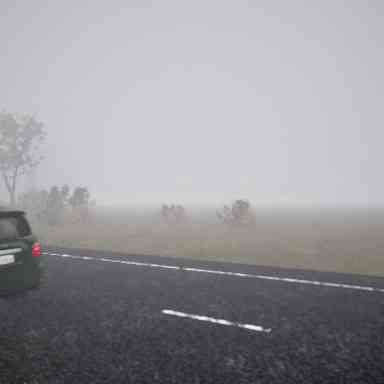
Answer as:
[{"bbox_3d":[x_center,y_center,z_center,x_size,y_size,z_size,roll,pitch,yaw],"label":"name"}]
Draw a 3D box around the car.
[{"bbox_3d":[-5.713,1.335,7.202,5.566,2.045,2.150,-1,-1,27],"label":"car"}]
